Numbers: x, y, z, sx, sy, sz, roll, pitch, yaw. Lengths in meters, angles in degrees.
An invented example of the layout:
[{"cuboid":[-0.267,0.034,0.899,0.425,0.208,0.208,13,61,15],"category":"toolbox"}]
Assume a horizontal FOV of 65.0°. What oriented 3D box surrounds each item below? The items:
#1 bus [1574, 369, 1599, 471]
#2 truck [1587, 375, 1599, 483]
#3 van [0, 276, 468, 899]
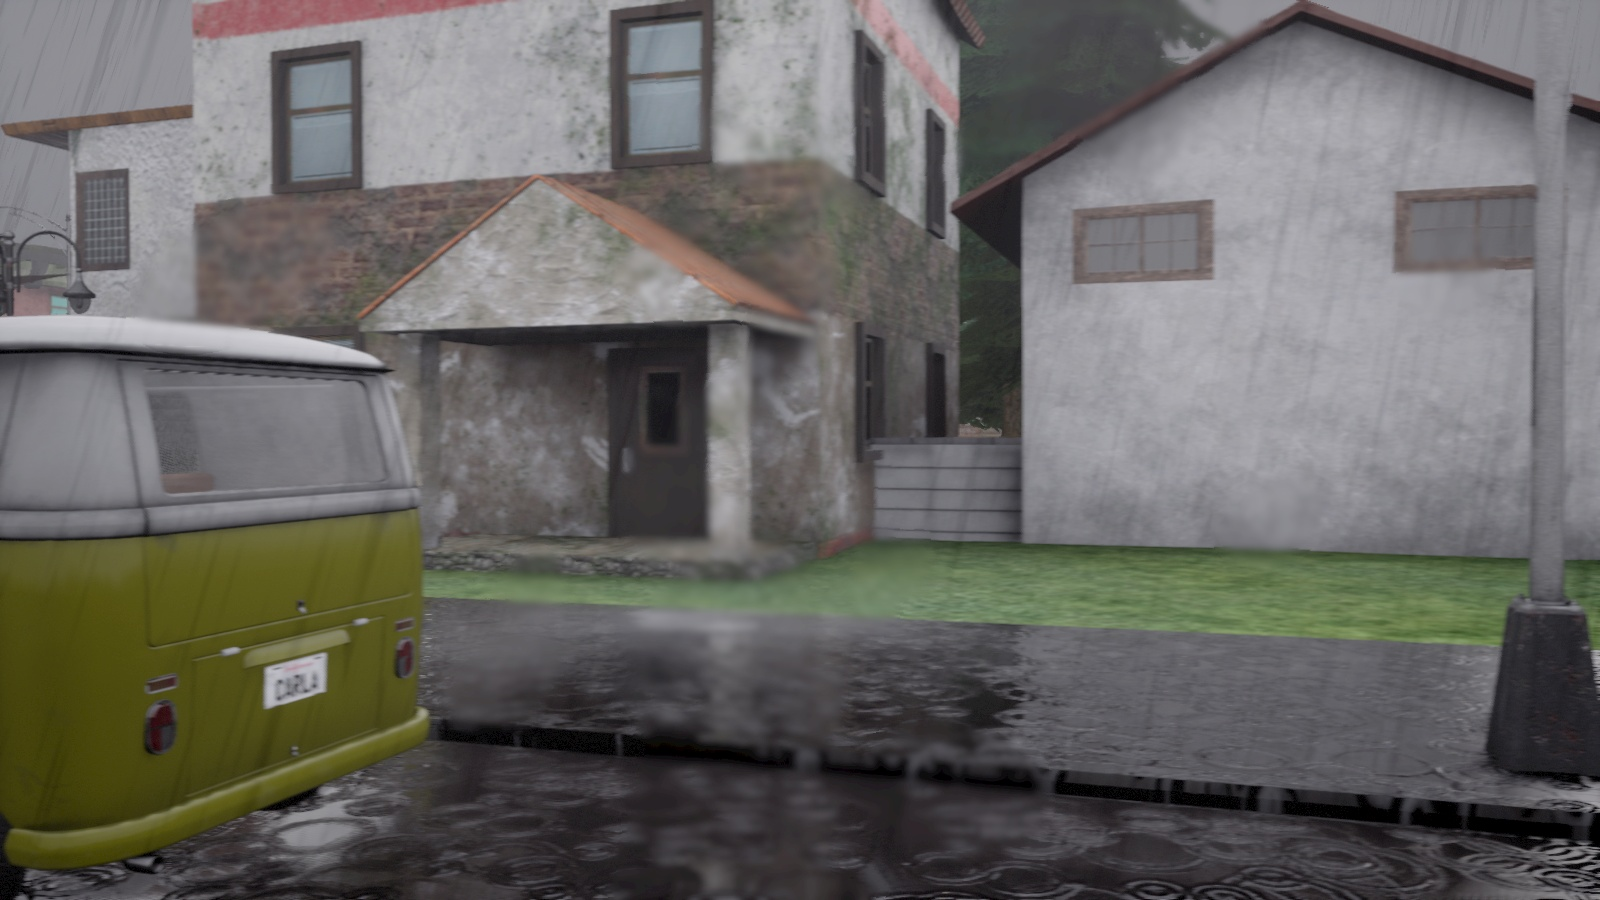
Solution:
[{"cuboid":[34.771,-1.203,50.421,3.944,4.253,10.273,1,1,18],"category":"bus"},{"cuboid":[26.255,-0.639,37.453,2.891,3.462,7.936,1,1,18],"category":"truck"},{"cuboid":[-3.738,0.481,4.950,4.442,1.987,1.775,1,1,18],"category":"van"}]
